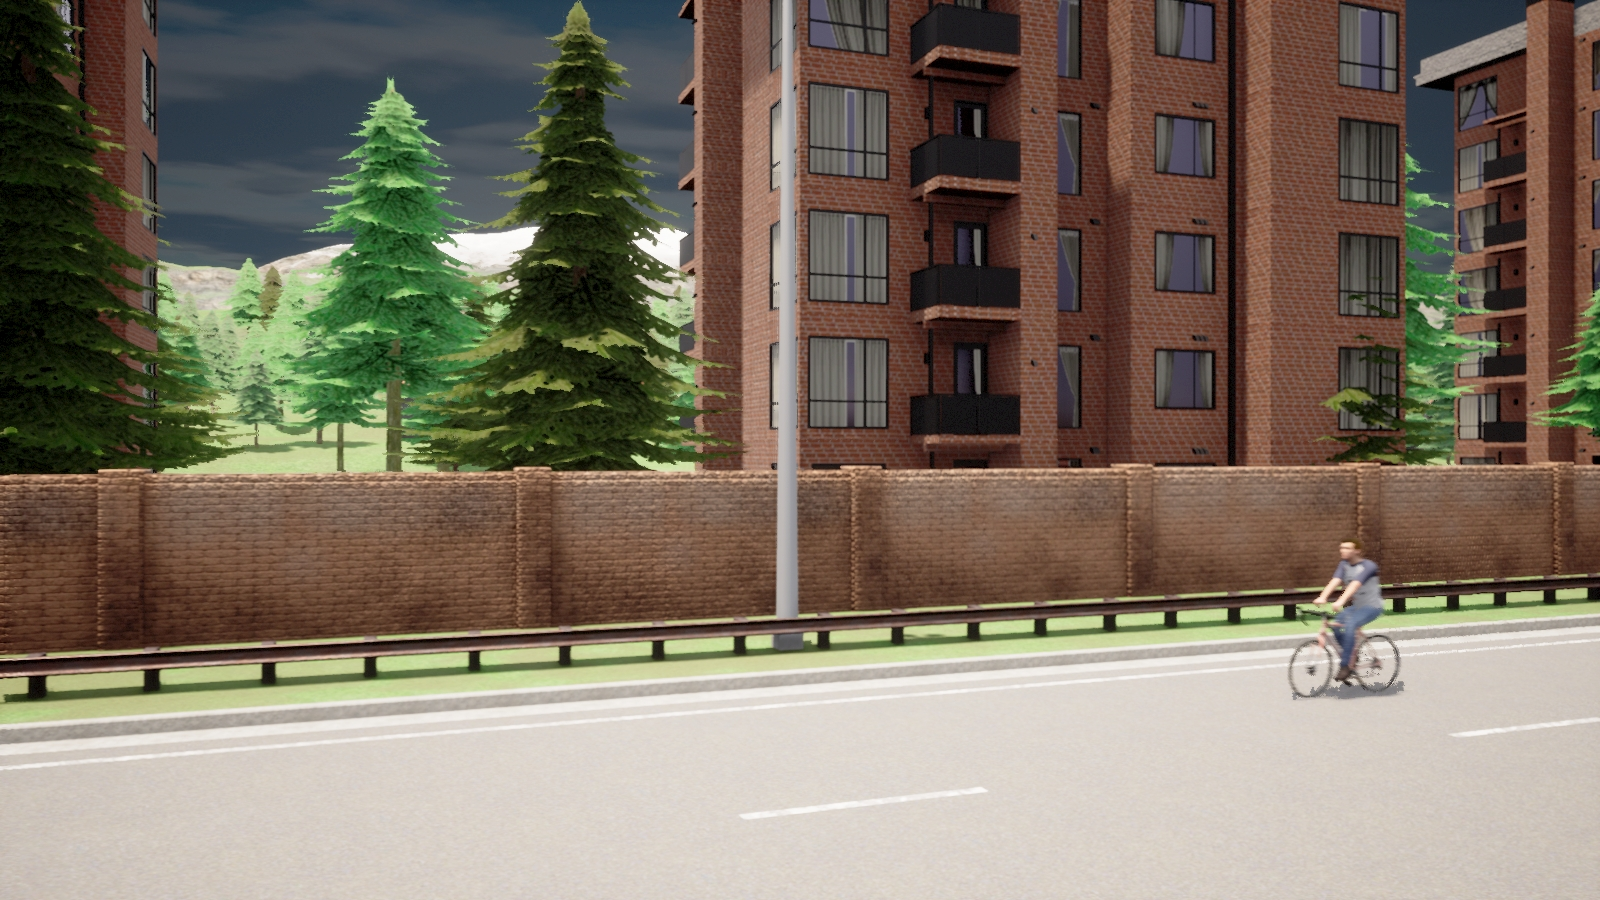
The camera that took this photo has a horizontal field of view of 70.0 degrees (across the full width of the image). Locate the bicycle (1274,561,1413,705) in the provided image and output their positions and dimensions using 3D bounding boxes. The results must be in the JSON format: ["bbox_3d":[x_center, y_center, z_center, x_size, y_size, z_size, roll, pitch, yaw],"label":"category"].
[{"bbox_3d":[6.222,2.061,13.058,1.643,1.496,0.373,0,0,-20],"label":"bicycle"}]
